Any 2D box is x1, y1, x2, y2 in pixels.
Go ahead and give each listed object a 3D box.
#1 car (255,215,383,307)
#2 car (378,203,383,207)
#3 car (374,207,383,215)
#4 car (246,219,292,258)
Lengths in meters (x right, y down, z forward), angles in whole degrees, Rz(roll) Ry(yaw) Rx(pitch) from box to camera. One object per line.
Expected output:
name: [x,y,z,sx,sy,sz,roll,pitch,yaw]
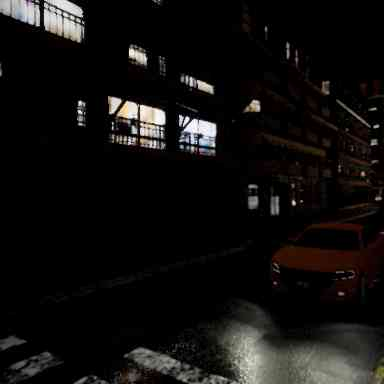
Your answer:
car: [3.686,1.548,8.521,1.882,1.535,5.008,-1,-1,37]
car: [20.628,1.782,34.863,1.802,1.307,4.206,-2,-1,37]
car: [9.803,1.661,16.508,1.994,1.385,4.181,-1,-1,37]
car: [3.600,1.705,12.622,1.802,1.307,4.206,-2,-1,37]
